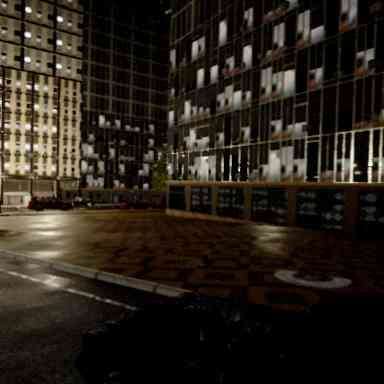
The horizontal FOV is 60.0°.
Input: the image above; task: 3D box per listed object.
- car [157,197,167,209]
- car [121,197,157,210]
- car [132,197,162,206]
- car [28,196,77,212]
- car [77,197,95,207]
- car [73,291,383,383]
[{"bbox_3d":[-2.942,1.623,49.528,5.009,1.841,2.192,1,1,-34],"label":"car"},{"bbox_3d":[-7.624,1.798,46.328,4.507,1.381,1.887,1,1,-34],"label":"car"},{"bbox_3d":[-7.539,1.589,55.935,4.829,1.417,1.752,1,1,-34],"label":"car"},{"bbox_3d":[-16.970,1.459,39.914,5.009,1.841,2.192,1,1,-34],"label":"car"},{"bbox_3d":[-16.752,1.507,49.622,4.403,1.369,2.008,1,1,-34],"label":"car"},{"bbox_3d":[1.150,1.598,2.742,4.718,1.301,1.895,0,0,35],"label":"car"}]
